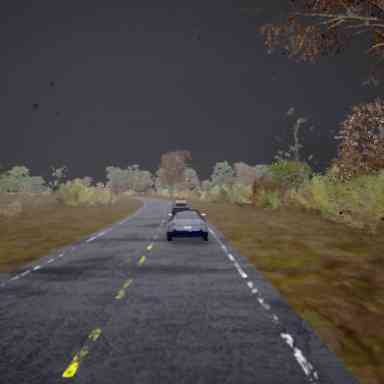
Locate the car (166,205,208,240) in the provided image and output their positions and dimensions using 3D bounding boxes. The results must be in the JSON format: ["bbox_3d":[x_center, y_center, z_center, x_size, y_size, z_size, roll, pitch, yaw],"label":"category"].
[{"bbox_3d":[-0.266,1.566,16.970,1.994,1.385,4.181,0,0,-2],"label":"car"}]

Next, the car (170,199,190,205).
[{"bbox_3d":[-1.228,1.513,34.651,1.837,1.490,4.892,0,0,-4],"label":"car"}]
